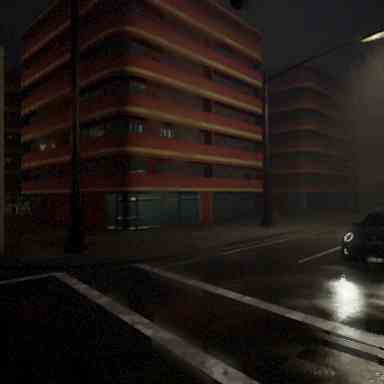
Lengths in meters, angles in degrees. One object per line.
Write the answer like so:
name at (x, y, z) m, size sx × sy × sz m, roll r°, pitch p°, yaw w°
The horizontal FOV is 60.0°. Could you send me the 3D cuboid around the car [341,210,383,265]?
car at (6.940, 1.456, 11.673) m, size 2.097 × 1.767 × 4.553 m, roll -1°, pitch -1°, yaw 42°
